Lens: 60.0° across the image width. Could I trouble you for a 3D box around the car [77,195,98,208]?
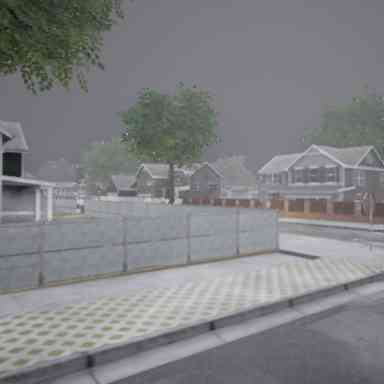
[{"bbox_3d":[-15.337,1.460,49.267,2.150,2.045,5.566,1,-1,-36],"label":"car"}]
